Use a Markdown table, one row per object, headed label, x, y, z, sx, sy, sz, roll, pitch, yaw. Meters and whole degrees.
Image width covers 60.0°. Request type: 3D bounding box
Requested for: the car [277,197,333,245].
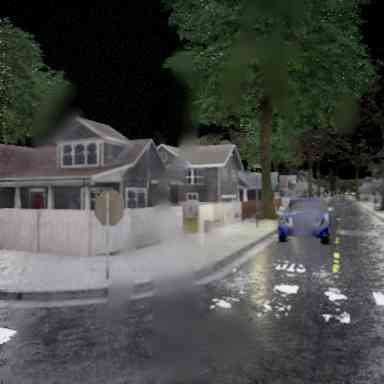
| label | x | y | z | sx | sy | sz | roll | pitch | yaw |
| --- | --- | --- | --- | --- | --- | --- | --- | --- | --- |
| car | 5.721 | 1.287 | 16.546 | 2.150 | 2.045 | 5.566 | 0 | 0 | 24 |
